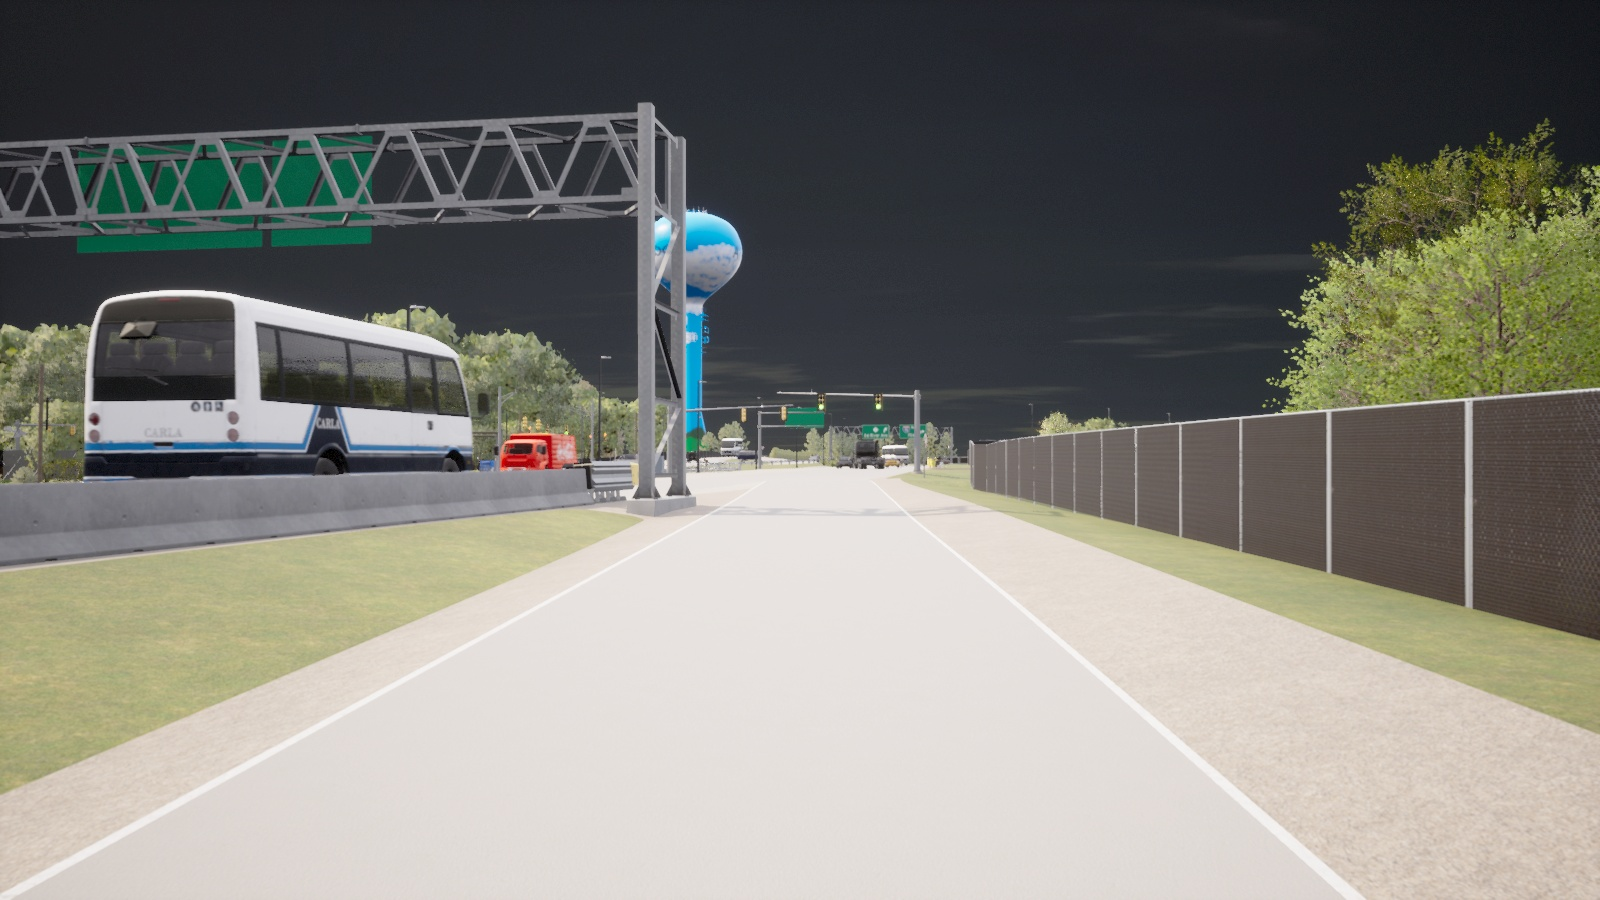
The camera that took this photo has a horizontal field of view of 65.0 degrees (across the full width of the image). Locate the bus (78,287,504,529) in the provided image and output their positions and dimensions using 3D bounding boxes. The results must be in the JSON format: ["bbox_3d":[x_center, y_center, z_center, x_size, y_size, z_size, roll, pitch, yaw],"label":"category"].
[{"bbox_3d":[-10.318,-0.693,27.478,3.944,4.253,10.273,0,0,9],"label":"bus"}]

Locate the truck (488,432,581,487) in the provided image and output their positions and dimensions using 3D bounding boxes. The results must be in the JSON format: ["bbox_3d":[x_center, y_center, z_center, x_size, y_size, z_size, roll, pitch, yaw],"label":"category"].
[{"bbox_3d":[-12.506,0.453,59.565,2.627,2.467,5.204,0,0,9],"label":"truck"}]
